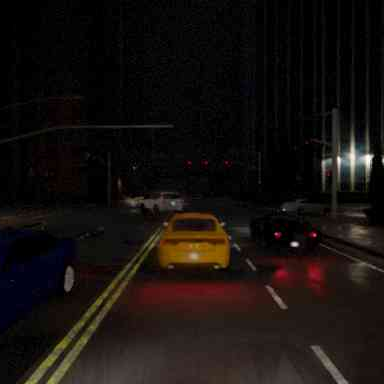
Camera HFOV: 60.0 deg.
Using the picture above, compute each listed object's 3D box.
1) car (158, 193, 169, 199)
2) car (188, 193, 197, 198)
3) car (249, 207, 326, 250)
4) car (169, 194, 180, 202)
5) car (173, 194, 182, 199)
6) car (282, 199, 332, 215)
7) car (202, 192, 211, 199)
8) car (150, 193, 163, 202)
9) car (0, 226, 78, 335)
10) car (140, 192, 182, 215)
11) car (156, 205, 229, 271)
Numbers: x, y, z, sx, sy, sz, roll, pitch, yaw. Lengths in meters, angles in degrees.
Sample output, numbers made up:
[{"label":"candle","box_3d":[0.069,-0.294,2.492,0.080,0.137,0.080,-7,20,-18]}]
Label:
[{"label":"car","box_3d":[-6.890,0.974,80.559,2.128,1.511,4.902,0,0,0]},{"label":"car","box_3d":[0.112,0.817,82.310,1.994,1.385,4.181,0,0,0]},{"label":"car","box_3d":[3.594,1.508,13.779,1.895,1.301,4.718,0,0,0]},{"label":"car","box_3d":[-3.427,1.164,65.245,1.895,1.301,4.718,0,0,0]},{"label":"car","box_3d":[-3.391,1.047,80.201,1.895,1.301,4.718,0,0,0]},{"label":"car","box_3d":[10.301,1.325,29.932,4.674,1.442,1.812,0,-1,-19]},{"label":"car","box_3d":[3.612,0.882,81.766,1.837,1.490,4.892,0,0,0]},{"label":"car","box_3d":[-6.927,1.042,65.213,1.882,1.535,5.008,0,0,0]},{"label":"car","box_3d":[-3.583,1.438,5.704,1.882,1.535,5.008,0,0,0]},{"label":"car","box_3d":[-2.875,1.017,30.246,2.150,2.045,5.566,0,0,-29]},{"label":"car","box_3d":[0.068,1.406,10.617,1.882,1.535,5.008,0,0,1]}]
